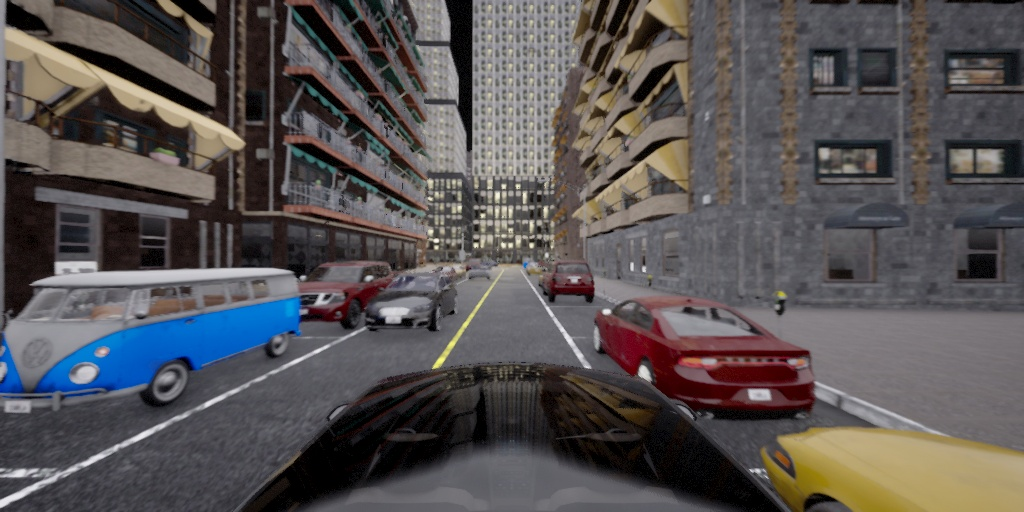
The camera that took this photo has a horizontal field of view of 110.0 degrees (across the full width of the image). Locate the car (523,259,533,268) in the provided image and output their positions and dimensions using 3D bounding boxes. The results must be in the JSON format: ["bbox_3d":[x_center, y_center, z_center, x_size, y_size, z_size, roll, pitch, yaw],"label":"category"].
[{"bbox_3d":[2.587,1.451,45.601,1.751,1.417,4.829,0,0,0],"label":"car"}]

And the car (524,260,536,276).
[{"bbox_3d":[2.584,1.427,39.961,1.751,1.417,4.829,0,0,0],"label":"car"}]

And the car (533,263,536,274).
[{"bbox_3d":[2.576,1.357,23.040,1.751,1.417,4.829,0,0,0],"label":"car"}]

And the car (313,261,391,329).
[{"bbox_3d":[-5.310,1.102,11.593,2.192,1.841,5.009,0,0,0],"label":"car"}]

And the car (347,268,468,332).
[{"bbox_3d":[-2.833,1.277,11.055,2.128,1.511,4.902,0,0,0],"label":"car"}]

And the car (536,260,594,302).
[{"bbox_3d":[2.573,1.125,17.230,2.192,1.841,5.009,0,0,0],"label":"car"}]

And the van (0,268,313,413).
[{"bbox_3d":[-5.313,1.106,5.953,1.690,1.789,3.998,0,0,0],"label":"van"}]

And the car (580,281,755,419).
[{"bbox_3d":[2.567,1.311,5.950,1.888,1.381,4.507,0,0,0],"label":"car"}]

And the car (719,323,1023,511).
[{"bbox_3d":[2.565,1.270,0.480,1.751,1.417,4.829,0,0,0],"label":"car"}]

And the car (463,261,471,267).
[{"bbox_3d":[-5.299,1.402,33.985,1.751,1.417,4.829,0,0,0],"label":"car"}]

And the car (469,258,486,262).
[{"bbox_3d":[-5.290,1.265,51.076,2.192,1.841,5.009,0,0,0],"label":"car"}]

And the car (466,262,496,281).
[{"bbox_3d":[-2.780,1.470,32.194,1.895,1.301,4.718,0,0,1],"label":"car"}]

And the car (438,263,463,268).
[{"bbox_3d":[-5.302,1.436,28.514,1.802,1.307,4.207,0,0,0],"label":"car"}]
